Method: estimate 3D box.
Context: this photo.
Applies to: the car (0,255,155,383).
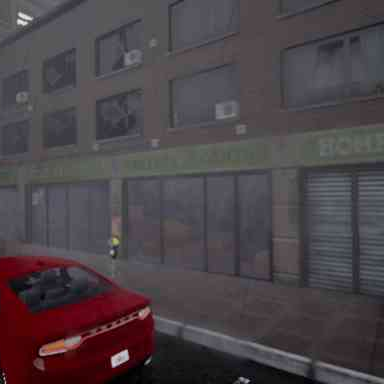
[{"bbox_3d":[-2.551,1.587,4.710,4.507,1.381,1.887,-1,-1,36],"label":"car"}]
